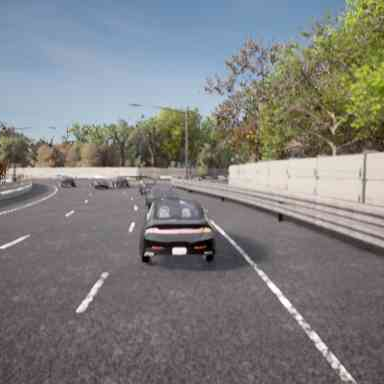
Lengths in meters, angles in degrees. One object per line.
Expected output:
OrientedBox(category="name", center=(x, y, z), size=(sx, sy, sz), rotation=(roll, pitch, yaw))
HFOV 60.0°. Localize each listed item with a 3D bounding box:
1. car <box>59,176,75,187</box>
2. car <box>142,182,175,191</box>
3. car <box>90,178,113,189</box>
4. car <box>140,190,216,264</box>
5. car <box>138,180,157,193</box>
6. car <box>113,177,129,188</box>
OrientedBox(category="car", center=(-18.040, -1.489, 48.045), size=(1.837, 1.490, 4.892), rotation=(-1, 4, -26))
OrientedBox(category="car", center=(-2.005, 0.291, 21.565), size=(1.994, 1.385, 4.181), rotation=(0, 4, -10))
OrientedBox(category="car", center=(-12.271, -1.157, 43.973), size=(2.033, 1.411, 5.357), rotation=(-1, 4, -23))
OrientedBox(category="car", center=(-0.479, 0.944, 9.741), size=(2.128, 1.511, 4.902), rotation=(0, 4, -5))
OrientedBox(category="car", center=(-4.351, -0.515, 33.405), size=(2.128, 1.511, 4.902), rotation=(0, 4, -12))
OrientedBox(category="car", center=(-10.563, -1.468, 48.627), size=(1.837, 1.490, 4.892), rotation=(-1, 4, -24))
